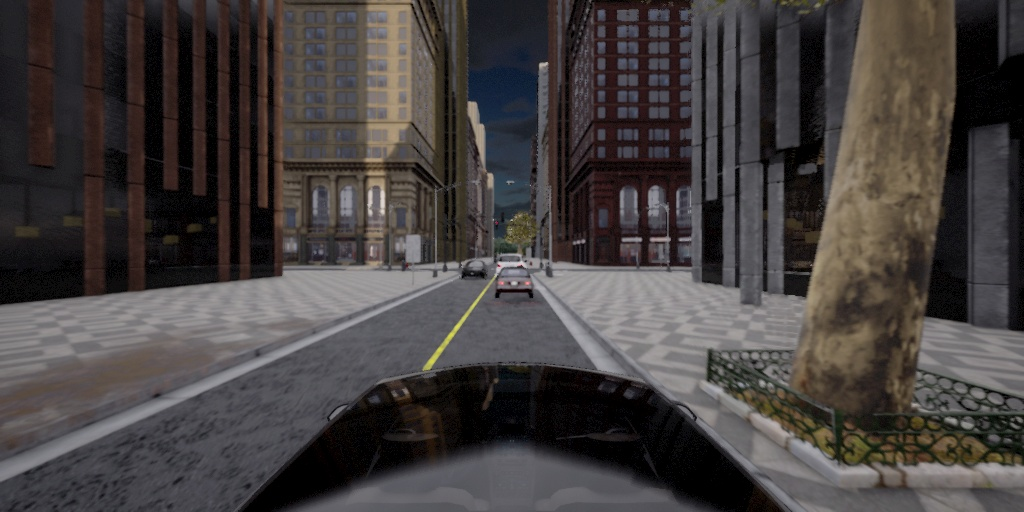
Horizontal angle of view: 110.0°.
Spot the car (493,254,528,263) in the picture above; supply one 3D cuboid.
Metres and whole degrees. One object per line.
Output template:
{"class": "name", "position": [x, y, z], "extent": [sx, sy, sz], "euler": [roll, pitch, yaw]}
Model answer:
{"class": "car", "position": [0.027, 0.845, 28.516], "extent": [2.150, 2.045, 5.566], "euler": [0, 0, 4]}

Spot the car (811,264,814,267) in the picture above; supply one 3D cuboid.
{"class": "car", "position": [37.370, 1.221, 41.093], "extent": [5.357, 1.411, 2.033], "euler": [0, 0, 0]}

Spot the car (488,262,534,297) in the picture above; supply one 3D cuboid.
{"class": "car", "position": [0.097, 1.220, 18.107], "extent": [2.033, 1.411, 5.357], "euler": [0, 0, 0]}

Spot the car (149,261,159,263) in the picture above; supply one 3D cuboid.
{"class": "car", "position": [-43.118, 0.794, 41.074], "extent": [4.553, 1.767, 2.097], "euler": [0, 0, 0]}

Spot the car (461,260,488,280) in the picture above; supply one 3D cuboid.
{"class": "car", "position": [-3.033, 1.094, 29.948], "extent": [1.882, 1.535, 5.008], "euler": [0, 0, 0]}
